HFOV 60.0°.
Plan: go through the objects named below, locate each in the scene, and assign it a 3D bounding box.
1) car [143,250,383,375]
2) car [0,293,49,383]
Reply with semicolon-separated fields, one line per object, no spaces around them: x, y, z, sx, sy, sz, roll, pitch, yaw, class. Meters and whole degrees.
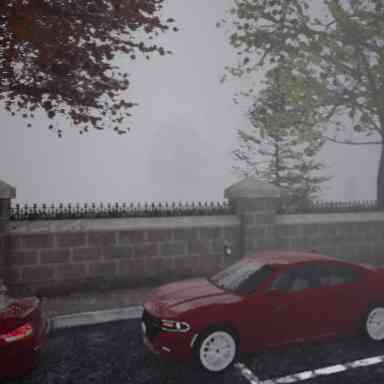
1.428;1.709;5.575;4.507;1.381;1.887;0;-2;-19;car
-3.883;1.749;3.704;4.206;1.307;1.802;0;-2;-19;car
